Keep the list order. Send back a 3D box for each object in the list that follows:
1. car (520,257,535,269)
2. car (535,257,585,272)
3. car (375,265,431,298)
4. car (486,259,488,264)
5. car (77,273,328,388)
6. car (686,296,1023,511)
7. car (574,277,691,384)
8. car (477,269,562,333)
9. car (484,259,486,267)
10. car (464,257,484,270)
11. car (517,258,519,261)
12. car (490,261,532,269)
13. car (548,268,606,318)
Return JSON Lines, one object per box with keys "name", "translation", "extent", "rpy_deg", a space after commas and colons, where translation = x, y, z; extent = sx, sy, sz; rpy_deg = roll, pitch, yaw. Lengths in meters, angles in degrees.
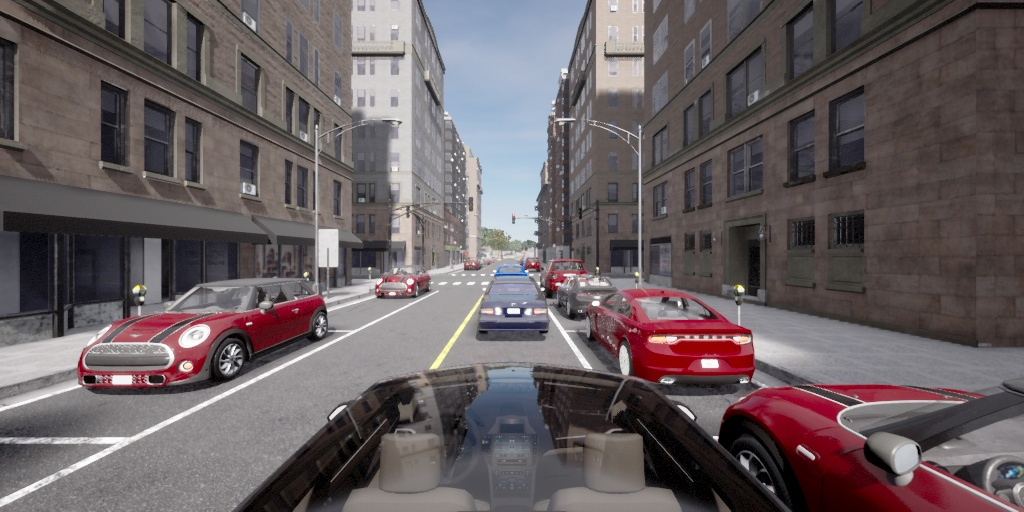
{"name": "car", "translation": [2.529, 1.062, 45.408], "extent": [2.192, 1.841, 5.009], "rpy_deg": [0, 0, 0]}
{"name": "car", "translation": [2.574, 1.064, 18.352], "extent": [2.192, 1.841, 5.009], "rpy_deg": [0, 0, 0]}
{"name": "car", "translation": [-5.451, 1.189, 18.320], "extent": [1.967, 1.591, 4.097], "rpy_deg": [0, 0, 0]}
{"name": "car", "translation": [-5.651, 1.295, 61.886], "extent": [2.007, 1.370, 4.403], "rpy_deg": [0, 0, 0]}
{"name": "car", "translation": [-5.406, 1.190, 6.955], "extent": [1.967, 1.591, 4.097], "rpy_deg": [0, 0, 0]}
{"name": "car", "translation": [2.642, 1.190, 1.306], "extent": [1.967, 1.591, 4.097], "rpy_deg": [0, 0, 0]}
{"name": "car", "translation": [2.619, 1.295, 6.988], "extent": [1.888, 1.381, 4.507], "rpy_deg": [0, 0, 0]}
{"name": "car", "translation": [0.043, 1.297, 10.643], "extent": [2.033, 1.411, 5.357], "rpy_deg": [0, 0, 0]}
{"name": "car", "translation": [-5.631, 1.311, 56.382], "extent": [1.948, 1.339, 4.313], "rpy_deg": [0, 0, 0]}
{"name": "car", "translation": [-5.612, 1.061, 50.879], "extent": [2.192, 1.841, 5.009], "rpy_deg": [0, 0, 0]}
{"name": "car", "translation": [2.450, 1.059, 61.920], "extent": [2.192, 1.841, 5.009], "rpy_deg": [0, 0, 0]}
{"name": "car", "translation": [-0.071, 1.227, 20.462], "extent": [1.882, 1.535, 5.008], "rpy_deg": [0, 0, 0]}
{"name": "car", "translation": [2.597, 1.300, 12.670], "extent": [2.007, 1.370, 4.403], "rpy_deg": [0, 0, 0]}
